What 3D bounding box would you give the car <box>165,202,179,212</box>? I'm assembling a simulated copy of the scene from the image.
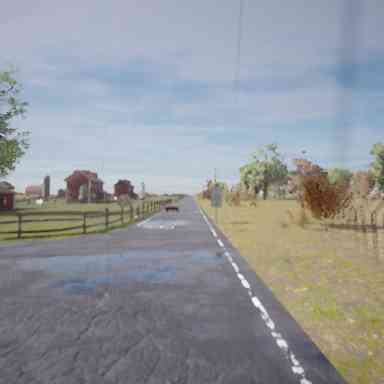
[{"bbox_3d":[-2.777,2.130,47.069,1.895,1.301,4.718,0,-1,0],"label":"car"}]
